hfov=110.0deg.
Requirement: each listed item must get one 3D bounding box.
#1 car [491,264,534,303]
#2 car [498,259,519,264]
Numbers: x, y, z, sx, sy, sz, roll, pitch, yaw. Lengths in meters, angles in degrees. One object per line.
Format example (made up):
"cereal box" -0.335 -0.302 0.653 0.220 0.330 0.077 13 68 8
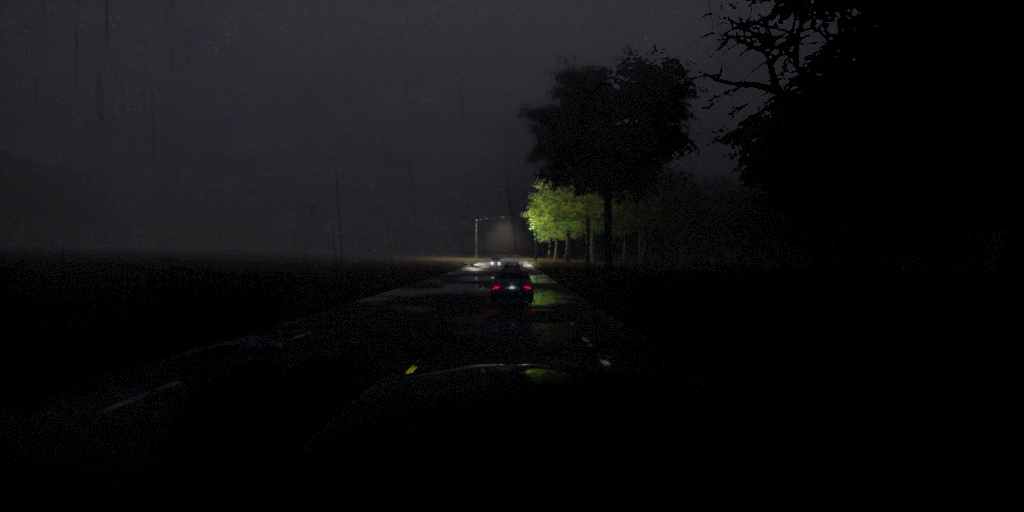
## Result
"car" 0.001 1.277 16.502 2.033 1.411 5.357 0 0 0
"car" 0.001 1.199 31.504 1.994 1.385 4.181 0 0 0
